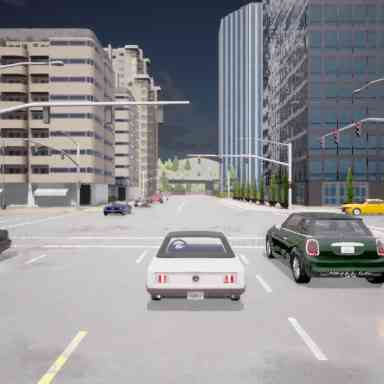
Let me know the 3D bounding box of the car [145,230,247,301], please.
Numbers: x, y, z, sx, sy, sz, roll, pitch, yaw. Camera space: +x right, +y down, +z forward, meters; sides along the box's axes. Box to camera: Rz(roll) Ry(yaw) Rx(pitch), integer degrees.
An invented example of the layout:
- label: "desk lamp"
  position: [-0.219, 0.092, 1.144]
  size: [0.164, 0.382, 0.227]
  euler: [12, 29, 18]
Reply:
- label: "car"
  position: [0.086, 1.601, 8.287]
  size: [1.895, 1.301, 4.718]
  euler: [0, 0, 0]

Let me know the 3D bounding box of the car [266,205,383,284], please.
- label: "car"
  position: [3.594, 1.352, 9.777]
  size: [2.097, 1.767, 4.553]
  euler: [0, 0, 0]

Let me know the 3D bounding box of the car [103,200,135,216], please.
- label: "car"
  position: [-7.061, 1.563, 31.853]
  size: [1.895, 1.301, 4.718]
  euler: [0, 0, 0]

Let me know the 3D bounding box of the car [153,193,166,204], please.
- label: "car"
  position: [-6.940, 1.223, 65.660]
  size: [2.150, 2.045, 5.566]
  euler: [0, 0, 1]

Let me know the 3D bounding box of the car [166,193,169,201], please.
- label: "car"
  position: [-6.896, 1.210, 80.460]
  size: [2.150, 2.045, 5.566]
  euler: [0, 0, 0]

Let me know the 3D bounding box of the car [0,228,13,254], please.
- label: "car"
  position: [-7.086, 1.548, 9.094]
  size: [2.033, 1.411, 5.357]
  euler: [0, 0, 0]

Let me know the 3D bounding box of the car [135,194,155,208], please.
- label: "car"
  position: [-7.036, 1.492, 47.306]
  size: [2.128, 1.511, 4.902]
  euler: [0, 0, 0]

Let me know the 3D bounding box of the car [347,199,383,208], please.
- label: "car"
  position: [16.858, 1.422, 31.656]
  size: [5.008, 1.535, 1.882]
  euler: [0, 0, 1]
